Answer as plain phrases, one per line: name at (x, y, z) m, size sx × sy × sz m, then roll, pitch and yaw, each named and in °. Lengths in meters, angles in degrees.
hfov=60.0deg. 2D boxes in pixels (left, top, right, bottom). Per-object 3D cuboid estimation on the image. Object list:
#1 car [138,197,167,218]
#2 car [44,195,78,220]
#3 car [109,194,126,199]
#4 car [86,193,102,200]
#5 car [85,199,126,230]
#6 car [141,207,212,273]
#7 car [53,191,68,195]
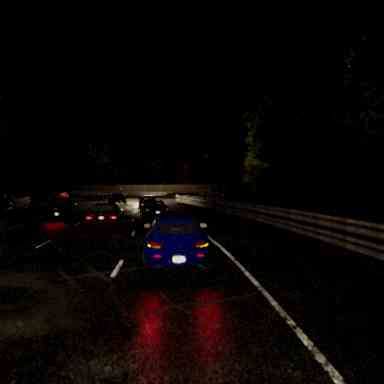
car at (-2.732, 1.316, 24.396) m, size 1.994 × 1.385 × 4.181 m, roll 0°, pitch 1°, yaw -12°
car at (-10.067, 1.258, 25.692) m, size 1.837 × 1.490 × 4.892 m, roll 0°, pitch 1°, yaw -13°
car at (-11.008, 1.019, 48.804) m, size 1.837 × 1.490 × 4.892 m, roll 0°, pitch 0°, yaw -25°
car at (-18.430, 0.884, 62.360) m, size 2.128 × 1.511 × 4.902 m, roll -1°, pitch 1°, yaw -34°
car at (-5.142, 1.353, 19.698) m, size 2.033 × 1.411 × 5.357 m, roll 0°, pitch 1°, yaw -10°
car at (-0.498, 1.419, 10.243) m, size 1.812 × 1.442 × 4.674 m, roll 0°, pitch 1°, yaw -5°
car at (-31.208, 0.604, 78.725) m, size 2.097 × 1.767 × 4.553 m, roll -1°, pitch 1°, yaw -44°
